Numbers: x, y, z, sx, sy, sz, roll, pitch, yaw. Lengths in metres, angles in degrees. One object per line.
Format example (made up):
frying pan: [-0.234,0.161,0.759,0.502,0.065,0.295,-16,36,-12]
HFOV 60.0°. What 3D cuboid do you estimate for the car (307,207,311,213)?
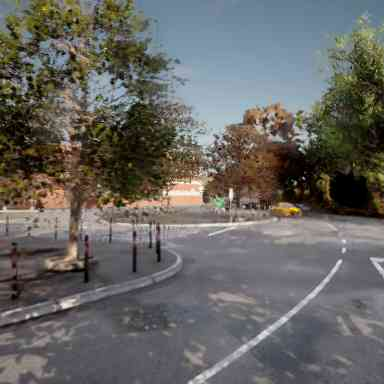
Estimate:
car: [12.505,2.059,41.043,2.033,1.411,5.357,0,-1,-14]

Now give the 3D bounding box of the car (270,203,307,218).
car: [9.803,1.903,35.102,1.882,1.535,5.008,0,-1,-8]

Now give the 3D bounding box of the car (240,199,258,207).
car: [13.176,2.805,76.985,1.895,1.301,4.718,0,-1,24]

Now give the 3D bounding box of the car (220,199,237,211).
car: [5.696,2.257,54.583,1.837,1.490,4.892,0,-2,-12]
